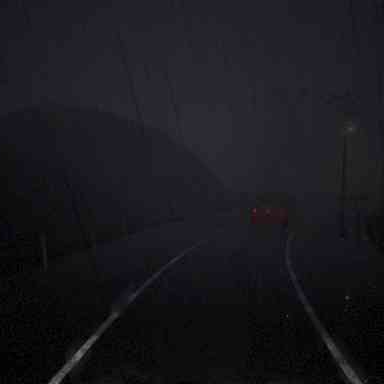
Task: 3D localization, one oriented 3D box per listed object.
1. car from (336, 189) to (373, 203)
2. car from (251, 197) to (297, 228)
[{"bbox_3d":[18.026,0.371,36.929,5.357,1.411,2.033,-4,6,-39],"label":"car"},{"bbox_3d":[5.210,1.093,20.655,2.097,1.767,4.553,3,3,25],"label":"car"}]
